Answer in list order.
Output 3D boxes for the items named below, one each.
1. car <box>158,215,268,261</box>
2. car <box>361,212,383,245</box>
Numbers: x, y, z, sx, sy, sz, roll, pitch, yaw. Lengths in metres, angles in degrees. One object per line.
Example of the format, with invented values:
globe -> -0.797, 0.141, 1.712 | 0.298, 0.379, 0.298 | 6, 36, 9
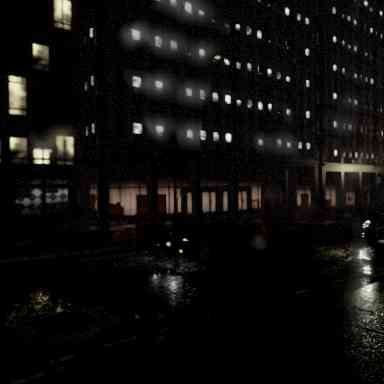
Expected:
car -> 0.840, 1.552, 12.266 | 4.181, 1.385, 1.994 | 0, 0, -35
car -> 9.210, 1.325, 14.214 | 4.553, 1.767, 2.097 | 0, 0, -35
